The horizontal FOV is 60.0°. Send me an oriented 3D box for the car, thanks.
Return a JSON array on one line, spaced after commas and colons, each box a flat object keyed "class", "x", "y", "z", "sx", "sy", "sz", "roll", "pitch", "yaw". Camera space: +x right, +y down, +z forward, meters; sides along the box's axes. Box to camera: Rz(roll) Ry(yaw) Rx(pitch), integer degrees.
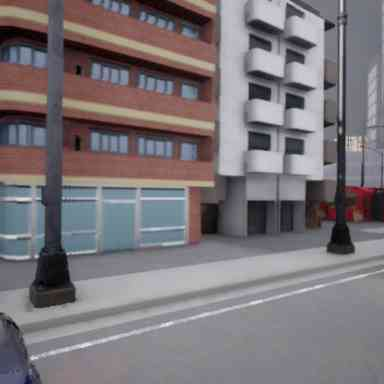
[{"class": "car", "x": -3.599, "y": 1.521, "z": 1.548, "sx": 5.357, "sy": 1.411, "sz": 2.033, "roll": 1, "pitch": 0, "yaw": -37}]
